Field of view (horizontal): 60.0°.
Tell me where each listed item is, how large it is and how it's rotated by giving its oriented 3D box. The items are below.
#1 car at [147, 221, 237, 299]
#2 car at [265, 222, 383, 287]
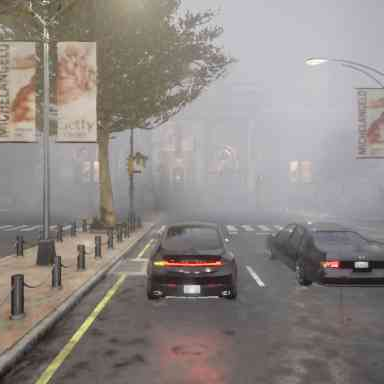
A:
[{"bbox_3d":[-0.001,1.505,8.418,1.837,1.490,4.892,0,0,0],"label":"car"},{"bbox_3d":[3.498,1.547,9.382,2.033,1.411,5.357,0,0,0],"label":"car"}]
